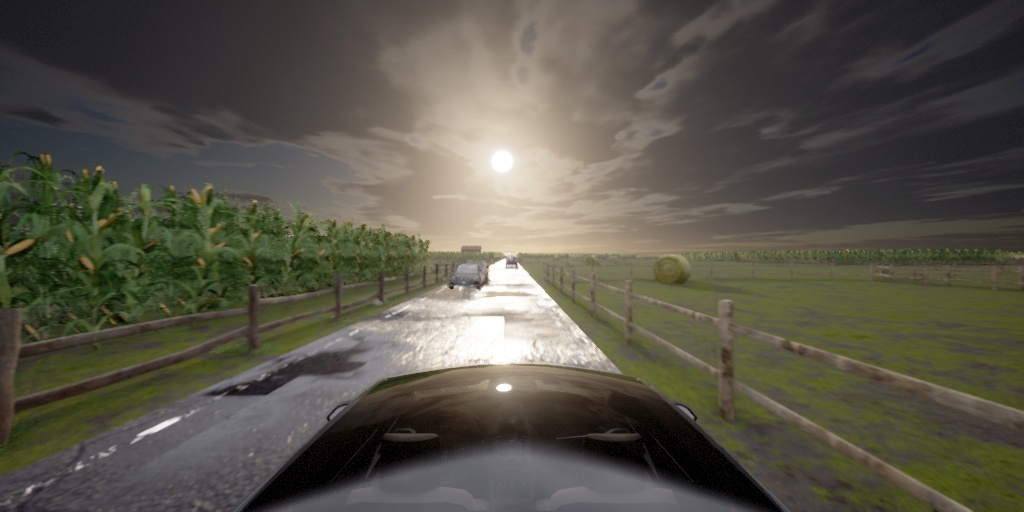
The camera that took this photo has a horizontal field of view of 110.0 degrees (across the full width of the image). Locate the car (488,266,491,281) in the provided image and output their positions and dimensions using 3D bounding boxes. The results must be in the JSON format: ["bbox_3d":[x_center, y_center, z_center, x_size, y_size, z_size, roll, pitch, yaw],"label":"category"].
[{"bbox_3d":[-2.784,1.135,27.594,2.097,1.767,4.553,0,0,0],"label":"car"}]

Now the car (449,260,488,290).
[{"bbox_3d":[-2.772,1.174,22.873,1.812,1.442,4.674,0,2,0],"label":"car"}]
